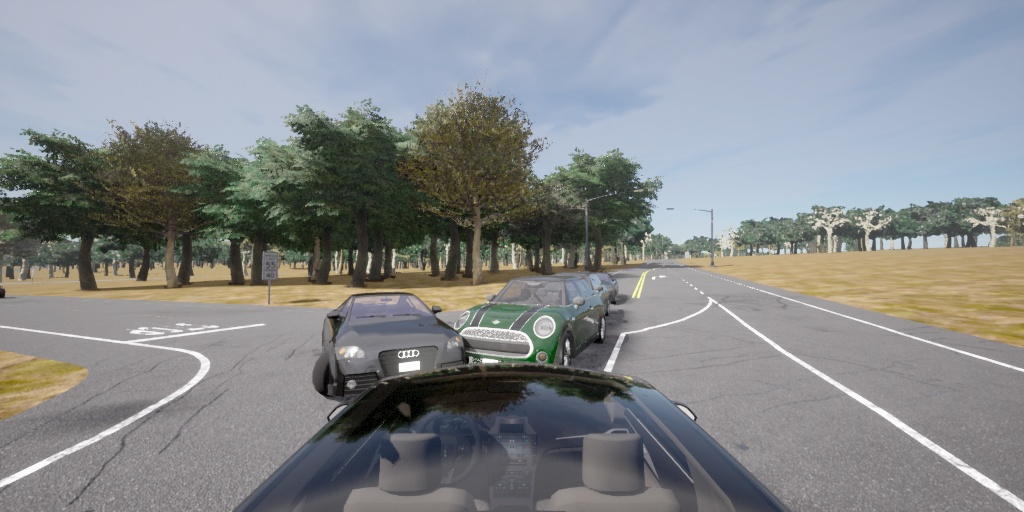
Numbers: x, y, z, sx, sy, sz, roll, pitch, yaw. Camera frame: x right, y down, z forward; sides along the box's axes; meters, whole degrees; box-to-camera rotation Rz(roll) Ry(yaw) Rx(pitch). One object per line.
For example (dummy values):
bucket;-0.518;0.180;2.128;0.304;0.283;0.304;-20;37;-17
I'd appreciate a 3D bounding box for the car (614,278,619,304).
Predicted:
car;4.218;1.508;17.854;1.994;1.385;4.181;-1;0;19

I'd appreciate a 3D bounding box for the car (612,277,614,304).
car;2.025;1.343;12.127;2.097;1.767;4.553;-1;-1;21

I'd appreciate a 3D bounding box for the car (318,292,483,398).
car;-2.354;1.375;6.609;1.994;1.385;4.181;1;-2;-29

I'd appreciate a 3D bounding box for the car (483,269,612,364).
car;0.618;1.217;7.814;2.097;1.767;4.553;-1;-2;26

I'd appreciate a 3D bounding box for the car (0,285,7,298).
car;-40.859;2.561;27.373;4.181;1.385;1.994;-2;-3;22
